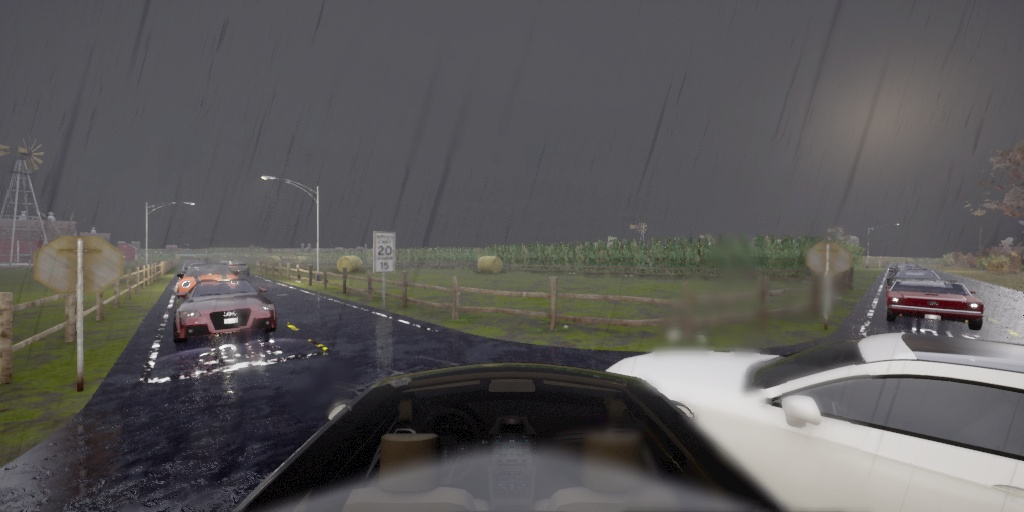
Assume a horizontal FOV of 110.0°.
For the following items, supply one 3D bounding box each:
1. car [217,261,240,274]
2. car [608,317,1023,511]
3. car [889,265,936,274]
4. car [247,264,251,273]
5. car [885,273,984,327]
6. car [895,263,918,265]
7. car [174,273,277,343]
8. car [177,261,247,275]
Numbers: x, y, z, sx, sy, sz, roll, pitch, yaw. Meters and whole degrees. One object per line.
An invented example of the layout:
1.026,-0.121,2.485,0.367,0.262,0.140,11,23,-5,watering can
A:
-34.017,1.315,42.945,1.837,1.490,4.892,0,0,-42,car
2.825,1.294,2.458,1.812,1.442,4.674,0,1,-44,car
20.465,1.370,18.215,5.357,1.411,2.033,0,1,-43,car
-27.241,1.292,35.537,2.128,1.511,4.902,0,0,-42,car
13.436,1.403,11.599,4.718,1.301,1.895,0,1,-43,car
27.173,1.411,24.519,4.181,1.385,1.994,0,1,-43,car
-8.010,1.357,9.965,1.994,1.385,4.181,0,0,-43,car
-13.834,1.144,16.406,2.097,1.767,4.553,0,0,-42,car
